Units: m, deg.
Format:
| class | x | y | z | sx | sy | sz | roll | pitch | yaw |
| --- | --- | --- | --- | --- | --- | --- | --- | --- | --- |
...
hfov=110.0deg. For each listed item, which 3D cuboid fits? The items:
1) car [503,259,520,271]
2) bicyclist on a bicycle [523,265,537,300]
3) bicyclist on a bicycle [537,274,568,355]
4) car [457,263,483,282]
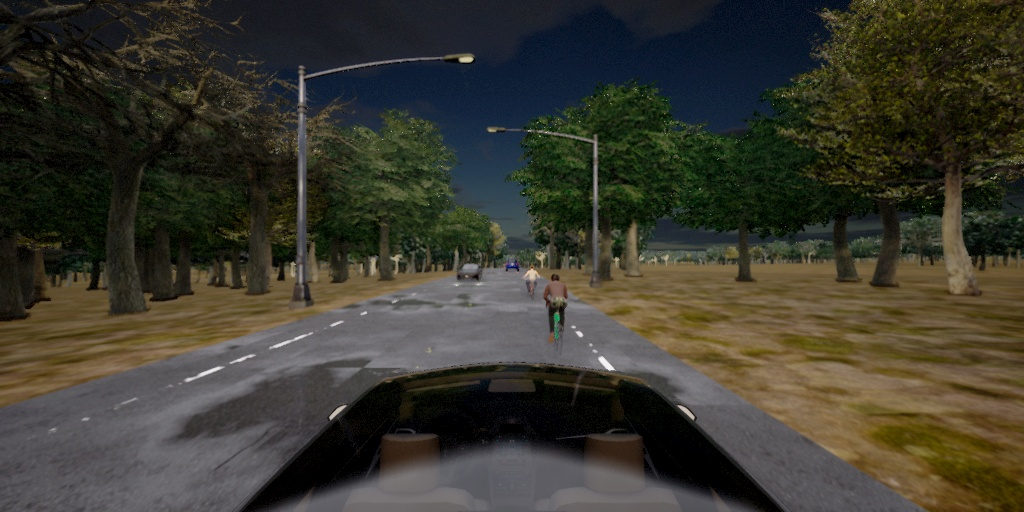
| class | x | y | z | sx | sy | sz | roll | pitch | yaw |
| --- | --- | --- | --- | --- | --- | --- | --- | --- | --- |
| car | 0.090 | 1.478 | 59.012 | 2.150 | 2.045 | 5.566 | 0 | -1 | 0 |
| bicyclist on a bicycle | 0.947 | 1.236 | 17.167 | 0.866 | 1.612 | 1.509 | 0 | 2 | 0 |
| bicyclist on a bicycle | 0.961 | 1.219 | 7.789 | 0.582 | 1.620 | 1.656 | 0 | -1 | 0 |
| car | -3.606 | 1.381 | 31.220 | 1.882 | 1.535 | 5.008 | 0 | -1 | 0 |
